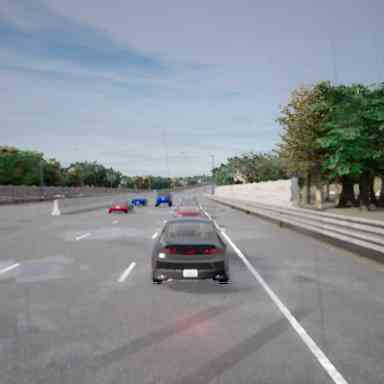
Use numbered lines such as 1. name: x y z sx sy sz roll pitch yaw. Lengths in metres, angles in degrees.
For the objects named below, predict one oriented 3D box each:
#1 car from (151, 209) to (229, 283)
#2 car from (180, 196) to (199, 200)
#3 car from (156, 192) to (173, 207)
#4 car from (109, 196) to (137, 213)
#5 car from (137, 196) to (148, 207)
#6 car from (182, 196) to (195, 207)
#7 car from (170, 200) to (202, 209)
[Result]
1. car: -0.047 1.462 9.484 1.837 1.490 4.892 0 0 0
2. car: -0.256 1.384 27.504 1.837 1.490 4.892 0 0 -1
3. car: -3.964 1.013 47.697 2.150 2.045 5.566 0 0 -1
4. car: -7.260 1.414 34.386 1.994 1.385 4.181 0 0 -1
5. car: -7.478 1.270 48.061 1.882 1.535 5.008 0 0 -1
6. car: -0.478 1.316 48.294 1.812 1.442 4.674 0 0 -1
7. car: -0.154 1.436 20.326 1.812 1.442 4.674 0 0 -1
